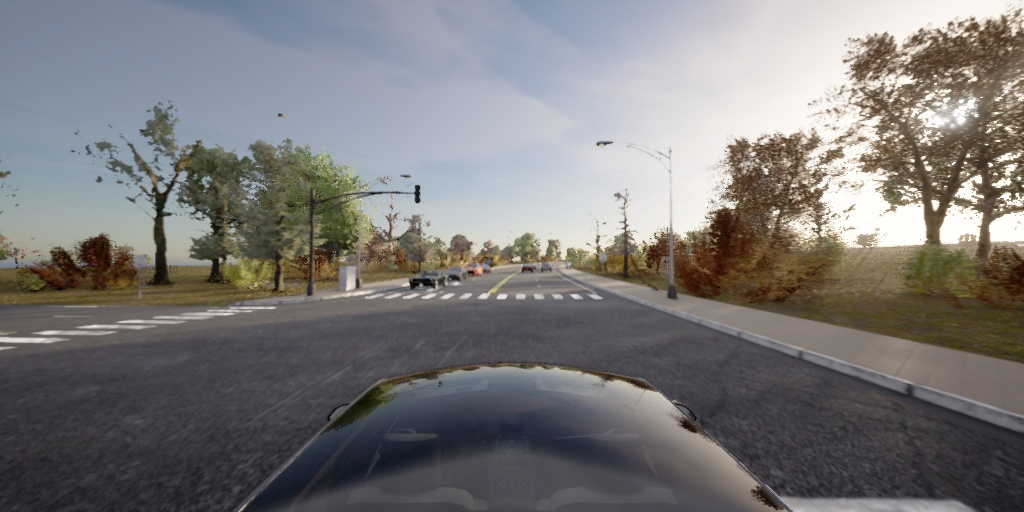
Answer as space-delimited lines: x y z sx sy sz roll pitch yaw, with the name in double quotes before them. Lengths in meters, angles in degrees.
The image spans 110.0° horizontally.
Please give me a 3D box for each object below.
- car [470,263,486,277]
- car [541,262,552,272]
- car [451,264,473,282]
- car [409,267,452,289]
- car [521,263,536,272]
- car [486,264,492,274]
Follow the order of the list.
"car" -5.082 1.738 46.298 2.097 1.767 4.553 0 -1 4
"car" 6.048 2.067 63.441 2.128 1.511 4.902 0 -1 5
"car" -5.681 1.804 36.563 2.033 1.411 5.357 0 -1 3
"car" -6.145 1.724 26.897 1.895 1.301 4.718 0 -1 3
"car" 2.723 2.056 63.082 1.882 1.535 5.008 0 0 5
"car" -4.362 2.038 56.311 1.812 1.442 4.674 0 -1 4
